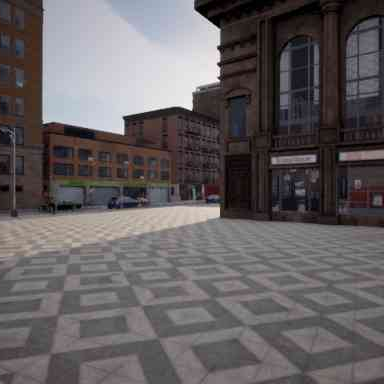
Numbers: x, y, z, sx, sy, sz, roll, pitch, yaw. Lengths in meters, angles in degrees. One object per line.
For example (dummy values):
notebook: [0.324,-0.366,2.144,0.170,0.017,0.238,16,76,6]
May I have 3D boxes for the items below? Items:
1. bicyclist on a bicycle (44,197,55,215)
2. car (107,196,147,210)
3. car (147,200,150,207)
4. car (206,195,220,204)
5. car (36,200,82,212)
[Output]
bicyclist on a bicycle: [-13.015,1.285,30.370,1.656,1.620,0.582,0,0,36]
car: [-8.384,1.319,41.972,2.097,1.767,4.553,0,0,36]
car: [-8.075,1.480,47.846,1.812,1.442,4.674,0,0,36]
car: [4.459,1.291,59.804,2.097,1.767,4.553,0,0,36]
car: [-15.157,1.569,38.060,1.895,1.301,4.718,0,0,36]
